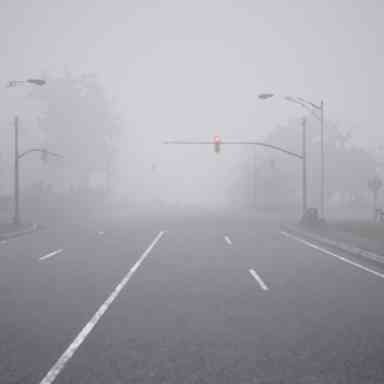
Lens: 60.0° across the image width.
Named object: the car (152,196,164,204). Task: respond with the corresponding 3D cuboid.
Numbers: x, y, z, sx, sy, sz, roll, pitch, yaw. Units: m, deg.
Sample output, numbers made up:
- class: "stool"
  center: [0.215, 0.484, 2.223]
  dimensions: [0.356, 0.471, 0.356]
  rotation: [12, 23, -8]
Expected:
- class: "car"
  center: [-7.059, 1.630, 69.387]
  dimensions: [2.097, 1.767, 4.553]
  rotation: [0, 0, -1]
